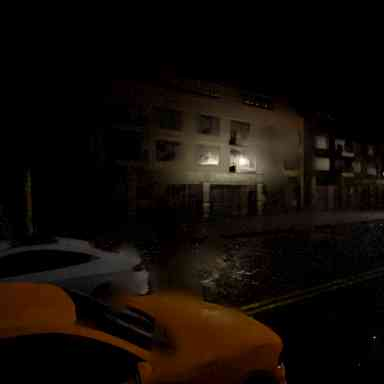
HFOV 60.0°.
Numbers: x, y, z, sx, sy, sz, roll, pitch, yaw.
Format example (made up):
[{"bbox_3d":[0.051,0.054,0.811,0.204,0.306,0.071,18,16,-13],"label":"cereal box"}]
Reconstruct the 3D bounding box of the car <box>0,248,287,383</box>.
[{"bbox_3d":[-1.396,1.478,2.445,5.008,1.535,1.882,0,0,-36],"label":"car"}]

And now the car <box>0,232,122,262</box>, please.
[{"bbox_3d":[-2.983,1.525,5.549,4.674,1.442,1.812,0,0,-35],"label":"car"}]

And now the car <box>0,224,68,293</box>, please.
[{"bbox_3d":[-5.568,1.601,7.699,4.718,1.301,1.895,0,0,-36],"label":"car"}]
